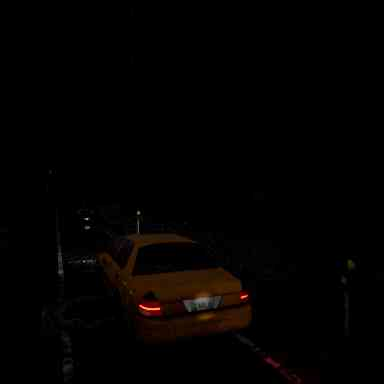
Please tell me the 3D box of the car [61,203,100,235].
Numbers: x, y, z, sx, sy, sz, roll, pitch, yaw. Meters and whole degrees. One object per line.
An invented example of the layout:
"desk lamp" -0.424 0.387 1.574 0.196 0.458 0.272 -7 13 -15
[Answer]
"car" -6.080 1.552 18.722 2.008 1.369 4.403 0 0 -22

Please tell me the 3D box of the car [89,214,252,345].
"car" -0.837 1.457 6.770 1.801 1.575 5.366 0 0 -22

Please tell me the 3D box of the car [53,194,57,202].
"car" -31.499 1.471 79.615 1.967 1.590 4.097 0 0 -24

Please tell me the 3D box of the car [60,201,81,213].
"car" -8.186 1.552 23.828 2.008 1.369 4.403 0 0 -22

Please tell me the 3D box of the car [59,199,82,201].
"car" -10.292 1.567 28.935 1.947 1.339 4.313 0 0 -22

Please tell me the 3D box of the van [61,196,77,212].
"van" -14.503 1.343 39.148 1.690 1.788 3.998 0 0 -22

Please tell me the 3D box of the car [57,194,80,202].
"car" -12.397 1.317 34.042 2.192 1.841 5.009 0 0 -22
